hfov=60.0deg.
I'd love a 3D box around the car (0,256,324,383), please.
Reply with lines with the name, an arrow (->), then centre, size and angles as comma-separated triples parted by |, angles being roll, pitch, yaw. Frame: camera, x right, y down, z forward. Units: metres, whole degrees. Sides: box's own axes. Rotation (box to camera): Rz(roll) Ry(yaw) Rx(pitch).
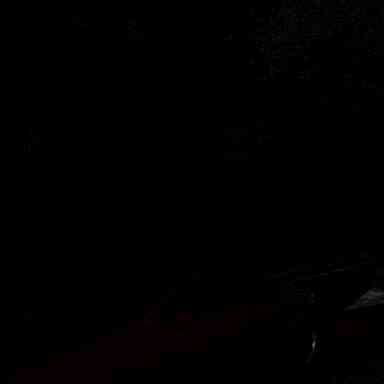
car -> -0.265, 1.576, 4.120 | 4.181, 1.385, 1.994 | 0, 0, -36
